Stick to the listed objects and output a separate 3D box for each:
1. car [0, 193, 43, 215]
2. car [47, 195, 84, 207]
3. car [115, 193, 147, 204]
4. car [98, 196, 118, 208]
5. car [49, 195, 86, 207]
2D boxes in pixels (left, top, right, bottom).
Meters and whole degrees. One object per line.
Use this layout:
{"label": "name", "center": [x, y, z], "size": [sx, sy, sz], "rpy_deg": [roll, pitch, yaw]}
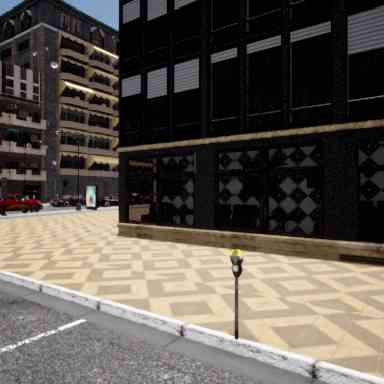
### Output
{"label": "car", "center": [-15.620, 1.029, 28.805], "size": [2.192, 1.841, 5.009], "rpy_deg": [1, 2, 35]}
{"label": "car", "center": [-16.141, 1.074, 42.654], "size": [1.802, 1.307, 4.206], "rpy_deg": [1, 2, 35]}
{"label": "car", "center": [-8.869, 0.853, 48.509], "size": [1.812, 1.442, 4.674], "rpy_deg": [0, 1, 35]}
{"label": "car", "center": [-9.247, 1.072, 37.891], "size": [1.947, 1.339, 4.313], "rpy_deg": [1, 2, 35]}
{"label": "car", "center": [-14.674, 1.081, 40.265], "size": [1.994, 1.385, 4.181], "rpy_deg": [0, 1, 35]}
